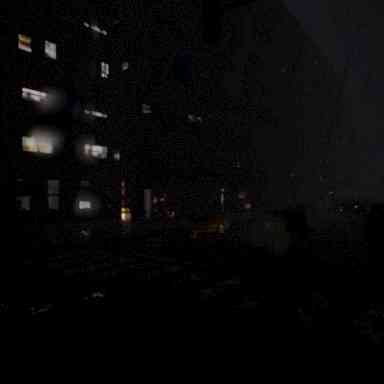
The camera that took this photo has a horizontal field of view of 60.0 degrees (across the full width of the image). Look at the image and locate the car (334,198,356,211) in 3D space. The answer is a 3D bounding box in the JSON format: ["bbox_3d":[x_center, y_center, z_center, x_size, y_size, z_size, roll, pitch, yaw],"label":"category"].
[{"bbox_3d":[23.051,1.791,50.020,2.192,1.841,5.009,-1,-1,35],"label":"car"}]

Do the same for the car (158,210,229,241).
[{"bbox_3d":[0.224,1.616,17.390,1.752,1.417,4.829,-1,-1,35],"label":"car"}]

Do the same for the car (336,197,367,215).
[{"bbox_3d":[19.198,1.743,39.881,2.097,1.767,4.553,0,0,35],"label":"car"}]

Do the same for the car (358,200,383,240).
[{"bbox_3d":[10.442,1.516,17.438,2.192,1.841,5.009,-1,-1,35],"label":"car"}]

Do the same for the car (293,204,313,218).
[{"bbox_3d":[10.063,1.804,31.452,1.887,1.381,4.507,-1,-1,35],"label":"car"}]

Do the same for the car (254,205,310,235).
[{"bbox_3d":[5.427,1.724,20.285,1.994,1.385,4.181,0,0,35],"label":"car"}]

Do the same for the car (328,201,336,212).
[{"bbox_3d":[19.706,1.945,45.236,1.752,1.417,4.829,-1,-1,35],"label":"car"}]
